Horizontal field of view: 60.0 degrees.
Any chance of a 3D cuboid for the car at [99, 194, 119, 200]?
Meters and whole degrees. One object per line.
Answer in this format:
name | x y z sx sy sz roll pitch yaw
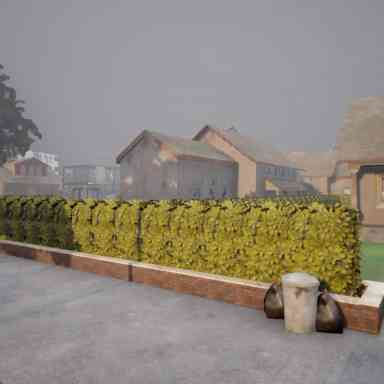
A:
car | -10.070 1.223 43.802 2.150 2.045 5.566 0 0 35
